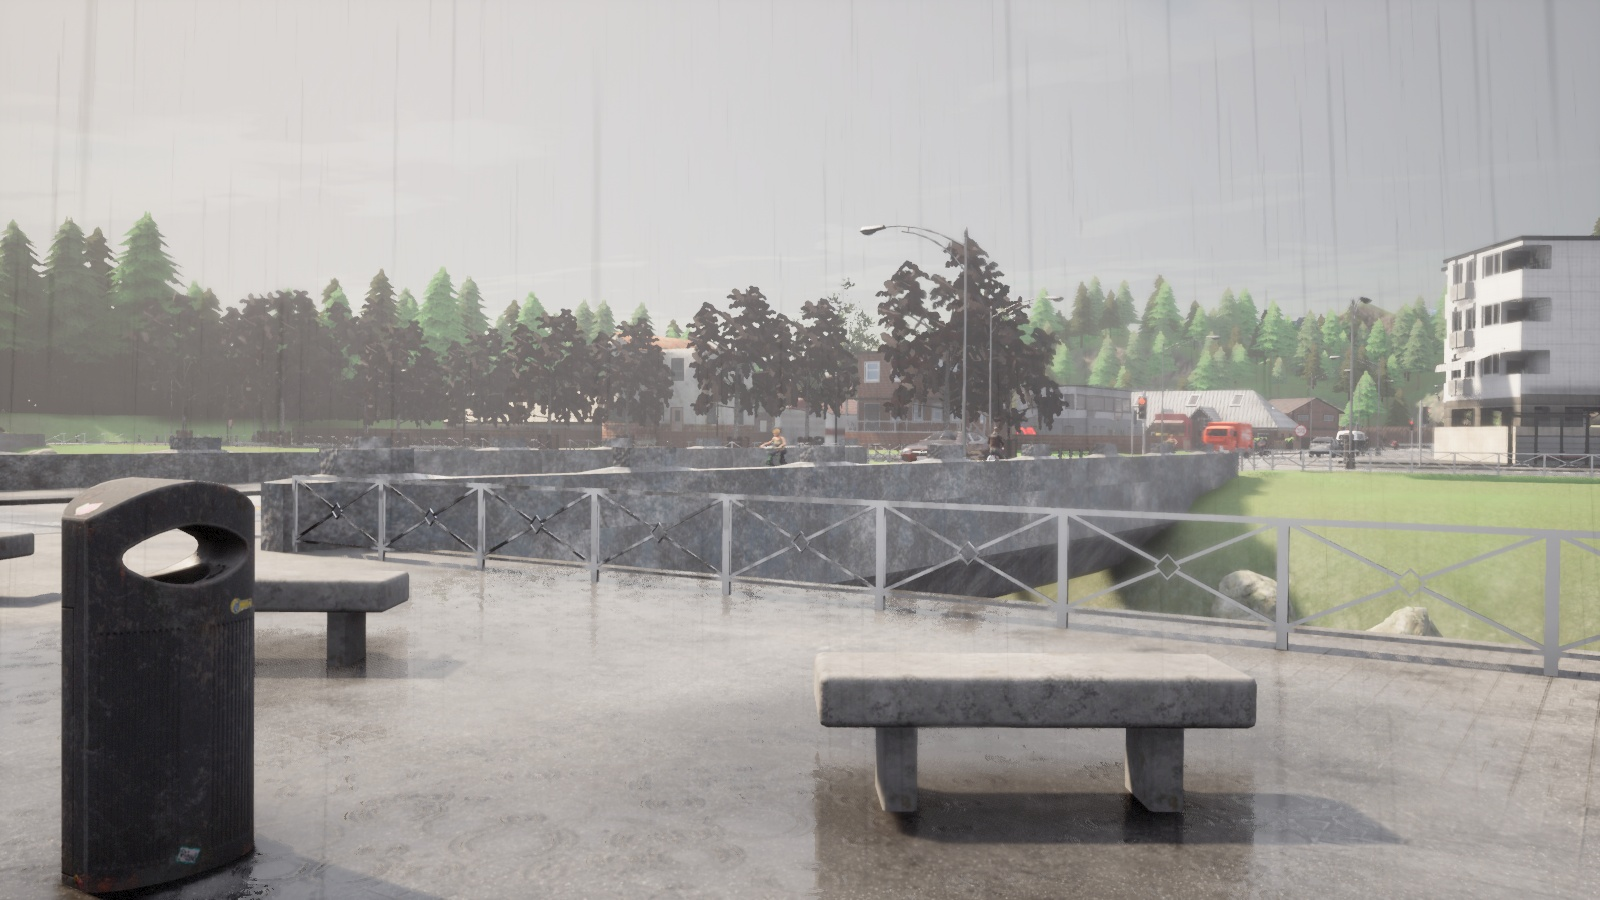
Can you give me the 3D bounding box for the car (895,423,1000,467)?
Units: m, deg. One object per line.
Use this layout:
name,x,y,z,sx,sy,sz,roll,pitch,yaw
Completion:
car,6.019,-0.236,50.645,2.152,1.651,5.027,0,1,33

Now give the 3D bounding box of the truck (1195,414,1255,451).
truck,28.790,-1.173,84.927,2.627,2.467,5.204,0,1,34
